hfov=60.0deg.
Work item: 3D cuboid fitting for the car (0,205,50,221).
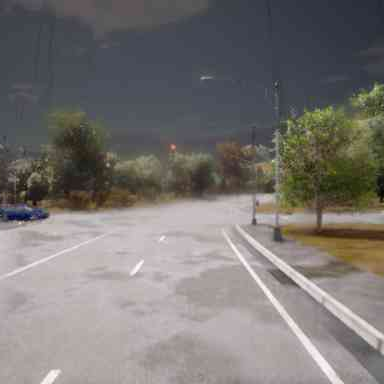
[{"bbox_3d":[-15.967,1.966,31.280,5.008,1.535,1.882,1,-1,3],"label":"car"}]

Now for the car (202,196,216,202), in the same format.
[{"bbox_3d":[4.213,1.600,80.117,2.033,1.411,5.357,0,2,26],"label":"car"}]
